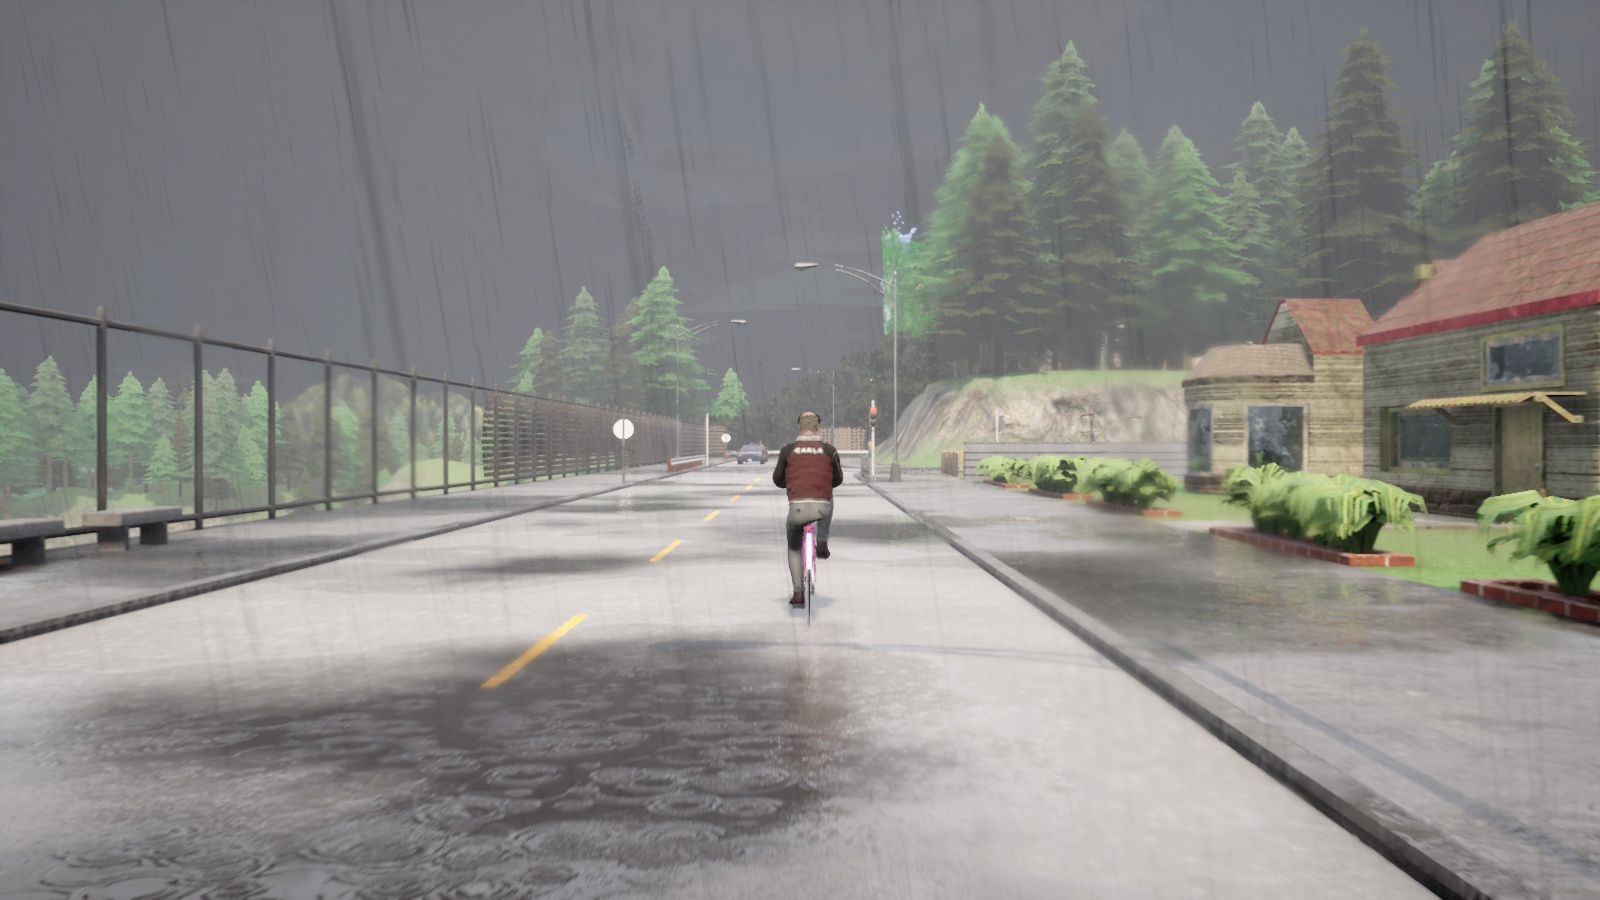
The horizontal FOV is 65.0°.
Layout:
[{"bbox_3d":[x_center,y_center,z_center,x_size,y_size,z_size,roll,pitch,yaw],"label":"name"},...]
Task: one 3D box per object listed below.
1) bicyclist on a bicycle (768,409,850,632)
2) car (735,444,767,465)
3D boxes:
[{"bbox_3d":[0.078,0.555,10.949,0.659,1.776,1.843,0,1,0],"label":"bicyclist on a bicycle"},{"bbox_3d":[-3.418,0.292,88.586,2.033,1.411,5.357,0,0,0],"label":"car"}]
